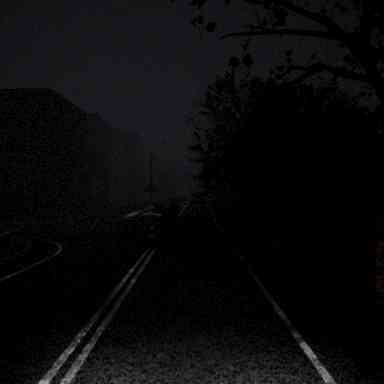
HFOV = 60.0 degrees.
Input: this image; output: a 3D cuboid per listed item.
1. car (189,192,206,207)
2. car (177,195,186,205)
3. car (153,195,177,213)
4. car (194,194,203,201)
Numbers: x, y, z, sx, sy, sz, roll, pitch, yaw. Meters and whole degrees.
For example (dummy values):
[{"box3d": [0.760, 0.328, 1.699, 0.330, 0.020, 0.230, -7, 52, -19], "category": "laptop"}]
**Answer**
[{"box3d": [0.794, 1.050, 48.334, 2.150, 2.045, 5.566, 0, 0, 2], "category": "car"}, {"box3d": [-2.493, 1.307, 53.017, 1.837, 1.490, 4.892, 0, 0, 2], "category": "car"}, {"box3d": [-2.954, 1.381, 35.609, 1.882, 1.535, 5.008, 0, 0, 1], "category": "car"}, {"box3d": [1.410, 1.180, 75.398, 2.033, 1.411, 5.357, 0, 1, 1], "category": "car"}]
